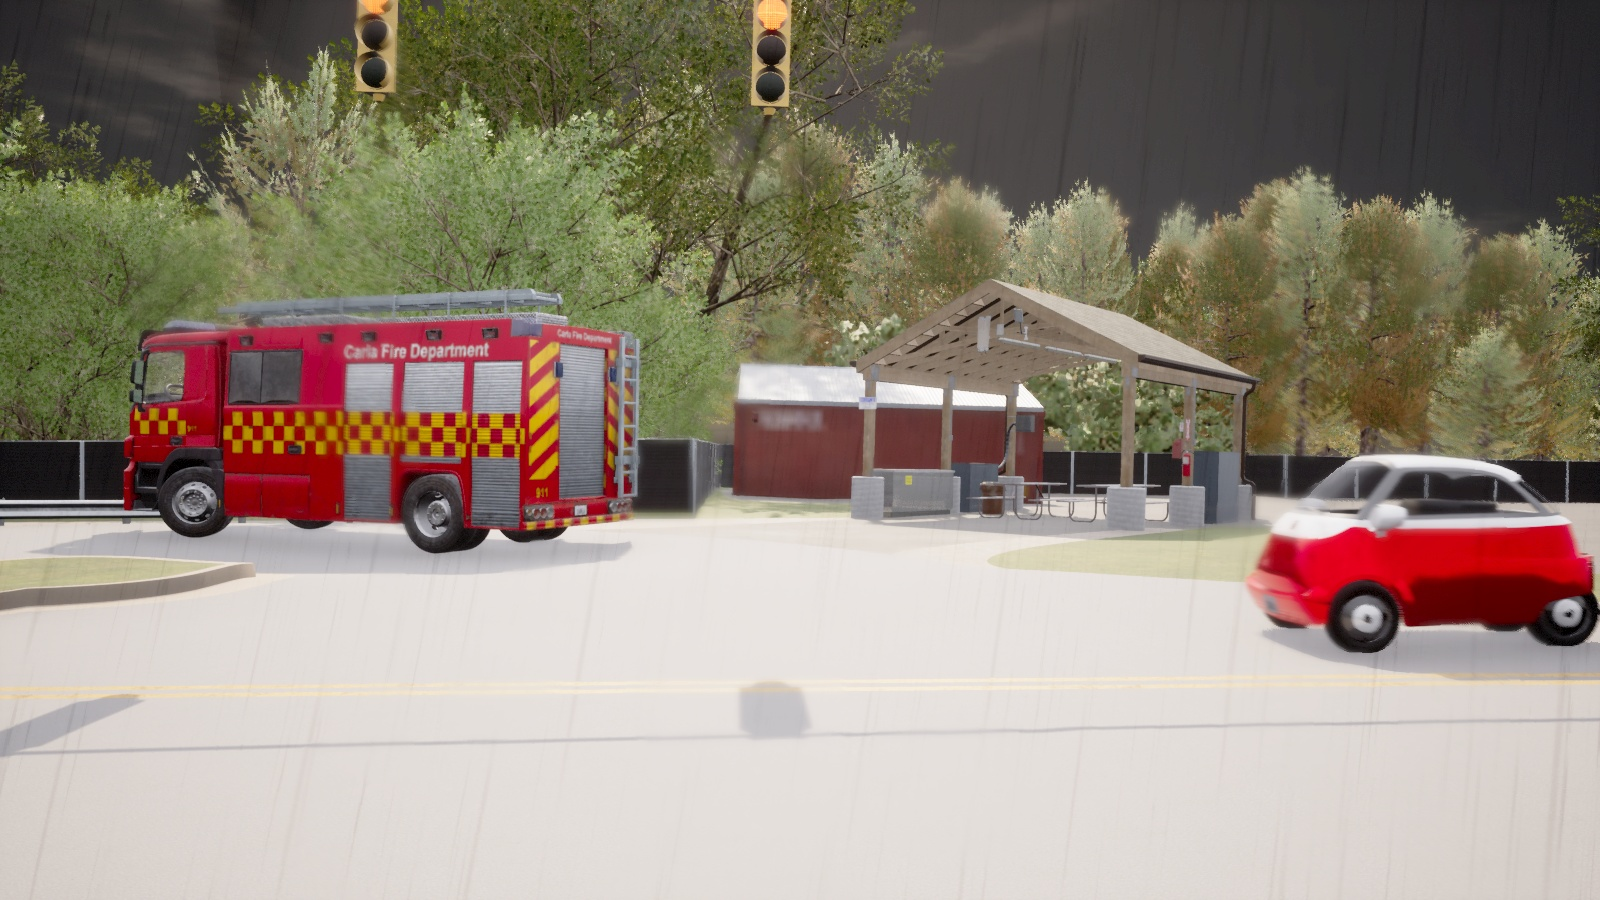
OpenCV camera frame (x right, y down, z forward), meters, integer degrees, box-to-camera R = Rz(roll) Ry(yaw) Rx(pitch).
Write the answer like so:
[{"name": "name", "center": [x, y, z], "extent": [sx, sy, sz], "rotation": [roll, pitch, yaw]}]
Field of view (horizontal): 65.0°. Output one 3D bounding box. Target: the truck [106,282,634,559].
[{"name": "truck", "center": [-7.108, -0.474, 20.463], "extent": [8.468, 3.827, 2.891], "rotation": [1, 1, 25]}]

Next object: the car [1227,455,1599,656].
[{"name": "car", "center": [4.526, 0.725, 9.326], "extent": [2.207, 1.376, 1.481], "rotation": [0, 0, 0]}]
